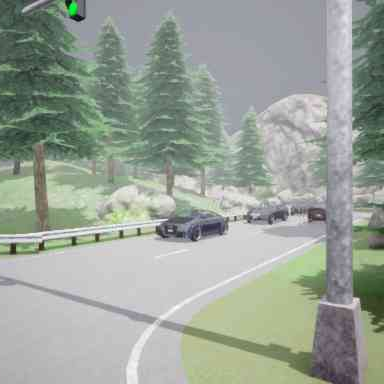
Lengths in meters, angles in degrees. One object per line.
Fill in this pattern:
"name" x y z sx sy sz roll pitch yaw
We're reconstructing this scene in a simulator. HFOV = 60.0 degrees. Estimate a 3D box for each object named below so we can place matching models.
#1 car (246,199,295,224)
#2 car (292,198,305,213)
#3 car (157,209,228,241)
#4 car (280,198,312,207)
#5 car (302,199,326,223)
"car" 5.747 1.507 25.033 2.128 1.511 4.902 0 0 34
"car" 11.293 1.520 33.614 1.837 1.490 4.892 0 0 27
"car" 0.139 1.579 16.820 1.994 1.385 4.181 0 0 34
"car" 16.523 1.623 52.983 1.895 1.301 4.718 0 0 -37
"car" 10.245 1.542 25.244 1.882 1.535 5.008 0 -1 34
